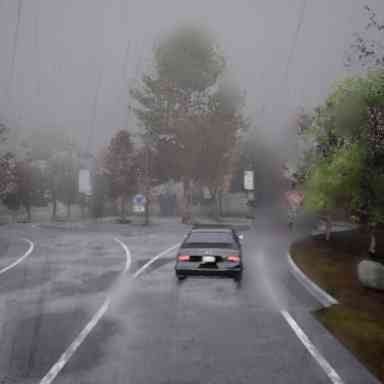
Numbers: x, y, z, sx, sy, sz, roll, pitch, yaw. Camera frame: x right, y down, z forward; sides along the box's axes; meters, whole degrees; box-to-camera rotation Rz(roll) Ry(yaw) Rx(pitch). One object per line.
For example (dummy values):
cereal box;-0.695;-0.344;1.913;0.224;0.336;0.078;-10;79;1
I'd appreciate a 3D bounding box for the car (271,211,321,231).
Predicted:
car;9.198;2.441;28.493;4.892;1.490;1.837;2;-2;-42

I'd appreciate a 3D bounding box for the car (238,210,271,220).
car;9.550;3.435;50.098;2.033;1.411;5.357;2;-3;-42

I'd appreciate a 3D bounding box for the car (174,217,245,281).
car;0.646;1.722;10.409;2.033;1.411;5.357;0;-2;6
